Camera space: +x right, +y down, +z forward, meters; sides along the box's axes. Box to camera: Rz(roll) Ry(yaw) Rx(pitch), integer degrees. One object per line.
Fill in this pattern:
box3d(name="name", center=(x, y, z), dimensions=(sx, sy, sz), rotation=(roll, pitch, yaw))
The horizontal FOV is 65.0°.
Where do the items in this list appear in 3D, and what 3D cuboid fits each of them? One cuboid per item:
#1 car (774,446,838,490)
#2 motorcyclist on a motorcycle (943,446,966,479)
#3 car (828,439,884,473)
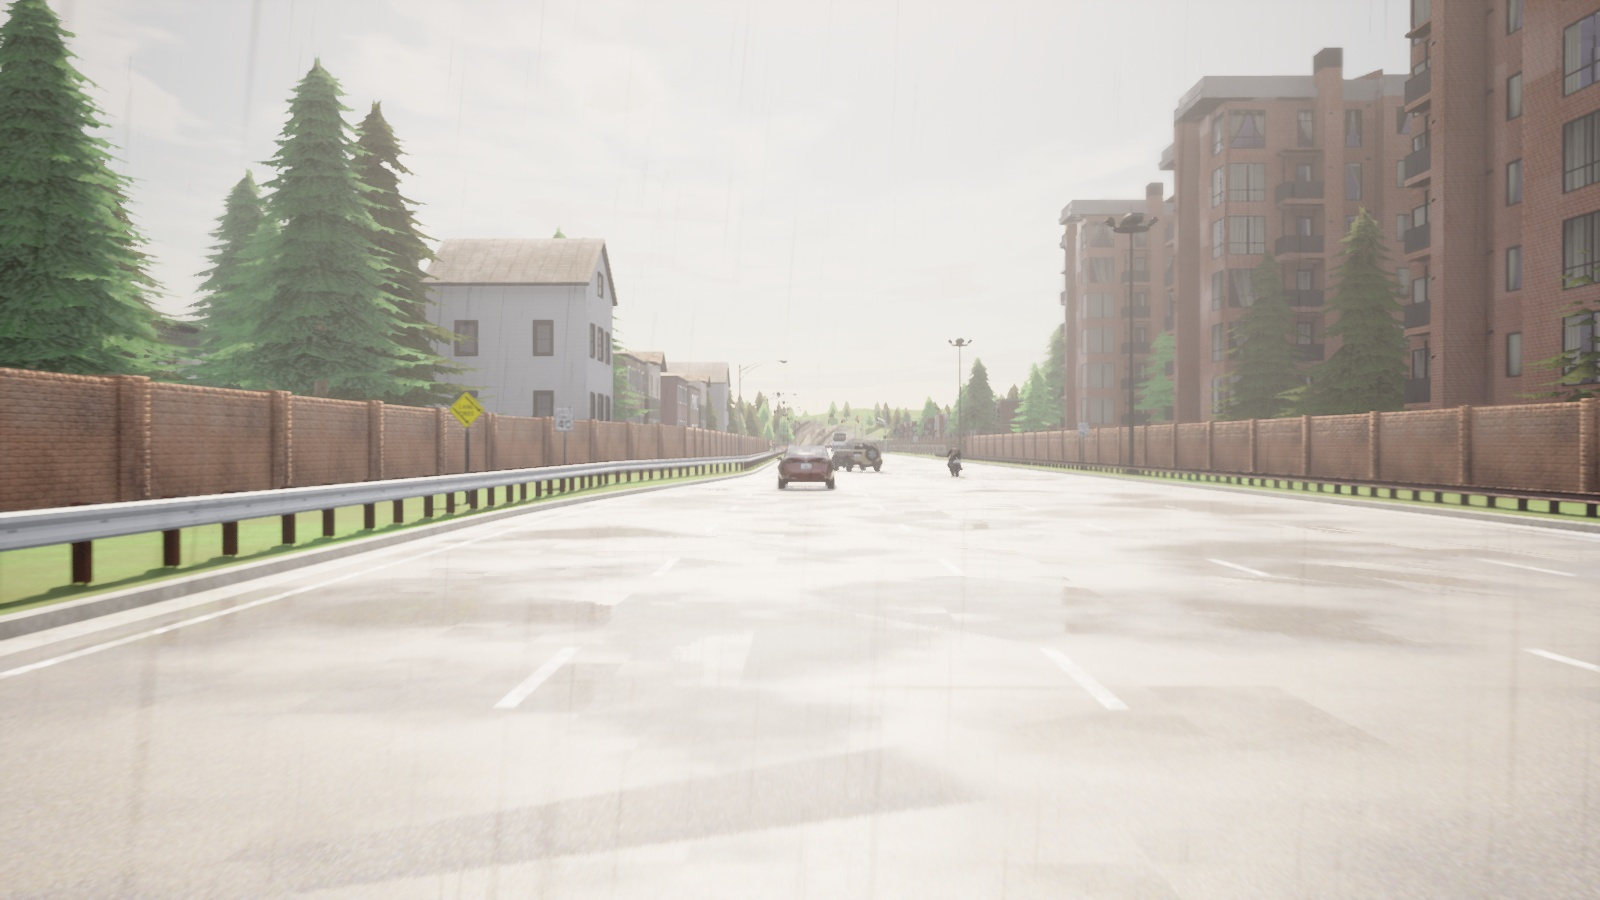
box3d(name="car", center=(0.241, 0.600, 44.841), dimensions=(2.163, 1.488, 4.792), rotation=(0, 0, 1))
box3d(name="motorcyclist on a motorcycle", center=(7.358, 0.592, 59.867), dimensions=(0.866, 1.530, 2.191), rotation=(0, 0, 0))
box3d(name="car", center=(3.144, 0.331, 71.613), dimensions=(1.932, 1.855, 4.605), rotation=(1, 0, -14))
